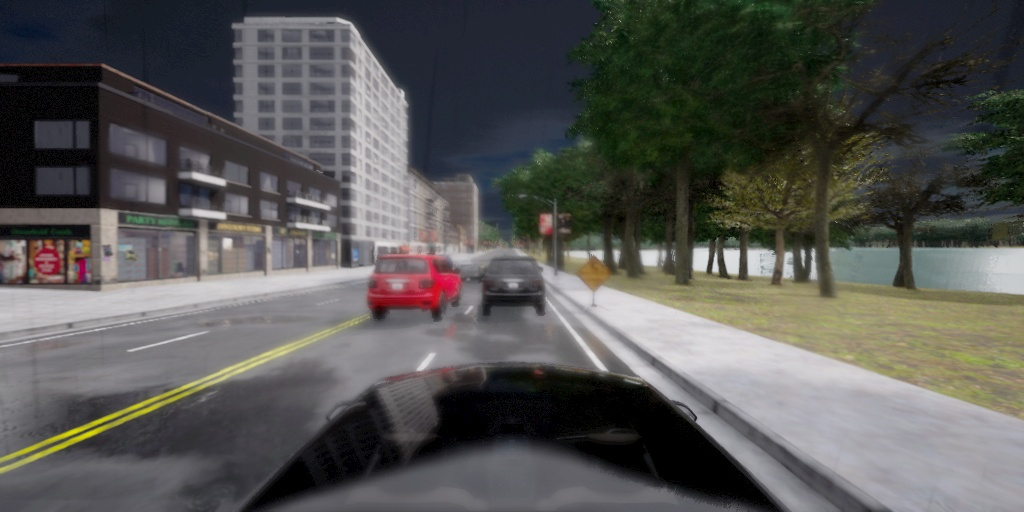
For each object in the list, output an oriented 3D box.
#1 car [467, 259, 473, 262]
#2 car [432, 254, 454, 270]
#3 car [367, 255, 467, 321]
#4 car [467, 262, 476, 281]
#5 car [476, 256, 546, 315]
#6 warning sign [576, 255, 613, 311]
[{"bbox_3d":[-6.574,1.127,51.591,1.812,1.442,4.674,0,1,0],"label":"car"},{"bbox_3d":[-9.824,0.825,51.399,2.150,2.045,5.566,0,1,0],"label":"car"},{"bbox_3d":[-3.198,1.005,12.847,2.150,2.045,5.566,0,-1,1],"label":"car"},{"bbox_3d":[-3.183,1.422,28.601,1.895,1.301,4.718,0,0,0],"label":"car"},{"bbox_3d":[0.069,1.017,13.893,2.150,2.045,5.566,0,0,0],"label":"car"},{"bbox_3d":[2.852,0.905,12.561,1.300,1.860,1.060,0,0,0],"label":"warning sign"}]
